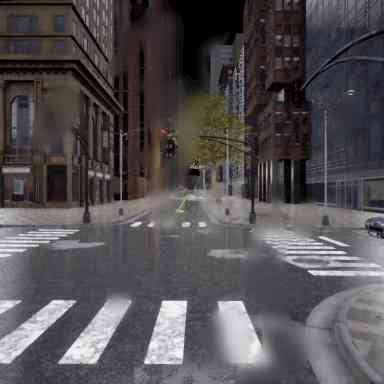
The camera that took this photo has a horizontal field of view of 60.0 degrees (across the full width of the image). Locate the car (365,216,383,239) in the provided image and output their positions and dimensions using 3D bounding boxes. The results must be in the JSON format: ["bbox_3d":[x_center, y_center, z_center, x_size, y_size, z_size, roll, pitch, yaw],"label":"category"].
[{"bbox_3d":[10.869,1.426,15.705,4.553,1.767,2.097,0,0,0],"label":"car"}]

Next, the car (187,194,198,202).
[{"bbox_3d":[0.019,1.187,63.775,1.812,1.442,4.674,0,1,0],"label":"car"}]

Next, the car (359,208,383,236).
[{"bbox_3d":[11.909,1.632,18.368,4.403,1.369,2.008,0,0,0],"label":"car"}]
